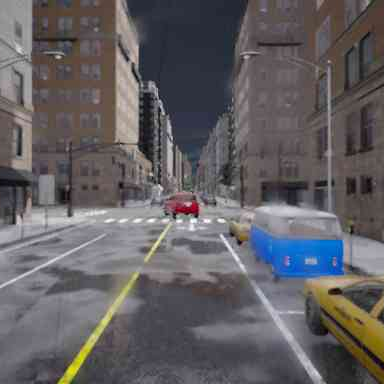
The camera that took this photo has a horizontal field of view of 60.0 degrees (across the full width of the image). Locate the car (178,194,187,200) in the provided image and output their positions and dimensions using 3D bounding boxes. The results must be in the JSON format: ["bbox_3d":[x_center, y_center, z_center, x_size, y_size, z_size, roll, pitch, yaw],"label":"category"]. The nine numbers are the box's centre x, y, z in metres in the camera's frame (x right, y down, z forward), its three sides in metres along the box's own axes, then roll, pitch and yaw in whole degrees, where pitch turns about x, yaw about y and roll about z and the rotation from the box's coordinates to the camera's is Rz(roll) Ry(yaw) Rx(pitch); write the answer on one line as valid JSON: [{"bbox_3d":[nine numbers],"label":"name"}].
[{"bbox_3d":[-2.291,1.342,84.862,2.128,1.511,4.902,0,0,1],"label":"car"}]

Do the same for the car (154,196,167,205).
[{"bbox_3d":[-5.476,1.450,58.290,1.947,1.339,4.313,1,0,1],"label":"car"}]

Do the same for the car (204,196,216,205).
[{"bbox_3d":[3.050,1.427,58.188,1.887,1.381,4.507,1,0,1],"label":"car"}]

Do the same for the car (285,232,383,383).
[{"bbox_3d":[2.675,1.518,3.817,1.752,1.417,4.829,1,0,0],"label":"car"}]

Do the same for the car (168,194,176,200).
[{"bbox_3d":[-5.129,1.347,85.765,1.752,1.417,4.829,1,0,1],"label":"car"}]

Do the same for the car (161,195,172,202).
[{"bbox_3d":[-5.336,1.404,69.348,1.887,1.381,4.507,1,0,1],"label":"car"}]

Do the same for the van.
[{"bbox_3d":[2.676,1.323,9.320,1.690,1.788,3.998,1,0,0],"label":"van"}]

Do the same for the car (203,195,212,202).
[{"bbox_3d":[3.189,1.403,69.249,1.887,1.381,4.507,1,0,1],"label":"car"}]

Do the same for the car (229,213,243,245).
[{"bbox_3d":[2.673,1.496,15.164,1.752,1.417,4.829,1,0,0],"label":"car"}]

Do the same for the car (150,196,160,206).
[{"bbox_3d":[-5.545,1.478,52.761,1.802,1.307,4.206,1,0,1],"label":"car"}]

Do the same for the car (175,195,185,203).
[{"bbox_3d":[-2.487,1.360,69.278,1.837,1.490,4.892,0,0,1],"label":"car"}]

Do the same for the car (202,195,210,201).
[{"bbox_3d":[3.328,1.399,80.309,1.947,1.339,4.313,1,0,1],"label":"car"}]

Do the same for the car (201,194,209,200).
[{"bbox_3d":[3.467,1.358,91.370,2.008,1.369,4.403,1,0,1],"label":"car"}]

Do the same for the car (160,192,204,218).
[{"bbox_3d":[-1.023,1.164,29.260,2.150,2.045,5.566,1,0,-16],"label":"car"}]

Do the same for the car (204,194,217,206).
[{"bbox_3d":[2.980,1.461,52.658,1.947,1.339,4.313,1,0,1],"label":"car"}]

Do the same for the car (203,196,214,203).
[{"bbox_3d":[3.119,1.421,63.718,2.008,1.369,4.403,1,0,1],"label":"car"}]

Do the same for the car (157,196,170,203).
[{"bbox_3d":[-5.406,1.422,63.819,2.008,1.369,4.403,1,0,1],"label":"car"}]
